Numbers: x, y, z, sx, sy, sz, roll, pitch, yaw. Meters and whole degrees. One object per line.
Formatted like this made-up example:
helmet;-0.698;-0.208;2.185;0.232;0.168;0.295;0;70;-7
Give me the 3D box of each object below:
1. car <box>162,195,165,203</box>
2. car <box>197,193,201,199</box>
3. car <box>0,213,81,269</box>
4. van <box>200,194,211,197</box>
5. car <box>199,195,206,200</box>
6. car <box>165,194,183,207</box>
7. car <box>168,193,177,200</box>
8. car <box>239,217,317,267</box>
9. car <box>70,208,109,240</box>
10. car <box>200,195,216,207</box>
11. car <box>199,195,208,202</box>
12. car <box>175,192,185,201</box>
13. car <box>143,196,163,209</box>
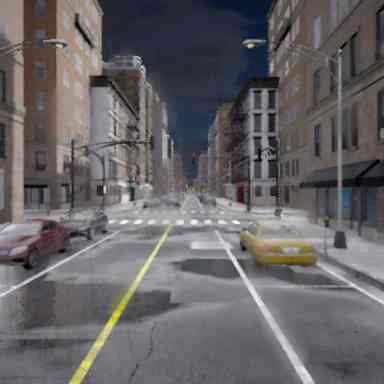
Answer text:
car;-5.395;1.469;48.813;1.752;1.417;4.829;0;0;0
car;2.644;1.233;70.609;2.192;1.841;5.009;0;0;0
car;-5.388;1.571;11.019;1.802;1.307;4.206;0;0;0
van;2.640;1.278;54.390;1.690;1.788;3.998;0;0;0
car;2.648;1.424;86.997;1.752;1.417;4.829;0;0;0
car;-2.750;1.463;49.047;1.882;1.535;5.008;0;1;0
car;-5.436;1.208;92.232;2.192;1.841;5.009;0;0;0
car;2.637;1.514;11.191;1.752;1.417;4.829;0;0;0
car;-5.388;1.533;16.701;2.008;1.369;4.403;0;0;0
car;2.639;1.494;48.984;2.008;1.369;4.403;0;0;0
car;2.645;1.477;76.015;1.947;1.339;4.313;0;0;0
car;-2.752;1.426;84.955;2.128;1.511;4.902;0;0;0
car;-5.390;1.501;43.577;2.008;1.369;4.403;0;0;0
